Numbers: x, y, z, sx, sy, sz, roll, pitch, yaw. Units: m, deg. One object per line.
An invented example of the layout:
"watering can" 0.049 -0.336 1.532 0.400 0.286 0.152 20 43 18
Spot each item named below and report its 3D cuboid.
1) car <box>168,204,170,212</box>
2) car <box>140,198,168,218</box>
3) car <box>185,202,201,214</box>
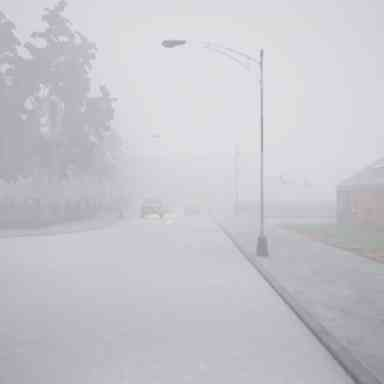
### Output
"car" -4.078 2.003 45.662 2.128 1.511 4.902 0 -1 0
"car" -4.112 1.620 35.585 2.150 2.045 5.566 0 -1 0
"car" 0.089 1.944 41.608 1.882 1.535 5.008 0 -1 0
